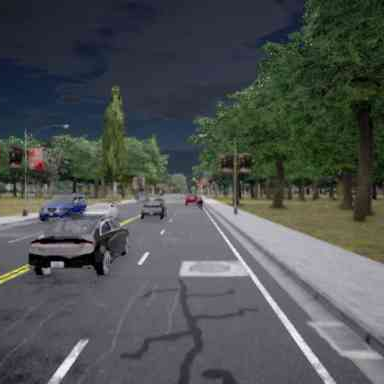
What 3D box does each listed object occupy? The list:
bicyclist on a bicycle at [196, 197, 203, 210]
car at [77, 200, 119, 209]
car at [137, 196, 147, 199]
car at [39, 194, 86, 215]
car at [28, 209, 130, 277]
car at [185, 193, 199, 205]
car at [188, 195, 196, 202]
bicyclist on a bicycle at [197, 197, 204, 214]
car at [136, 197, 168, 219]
[{"bbox_3d":[0.896,1.407,42.228,0.866,1.612,1.509,0,0,0],"label":"bicyclist on a bicycle"},{"bbox_3d":[-6.607,1.507,24.562,1.812,1.442,4.674,0,0,0],"label":"car"},{"bbox_3d":[-9.784,1.459,65.873,2.128,1.511,4.902,0,0,0],"label":"car"},{"bbox_3d":[-9.858,1.201,26.037,2.150,2.045,5.566,0,0,0],"label":"car"},{"bbox_3d":[-3.153,1.483,10.212,2.128,1.511,4.902,0,0,0],"label":"car"},{"bbox_3d":[0.007,1.185,56.094,2.150,2.045,5.566,0,0,1],"label":"car"},{"bbox_3d":[-0.028,1.427,75.461,1.882,1.535,5.008,0,0,0],"label":"car"},{"bbox_3d":[0.881,1.347,32.855,0.659,1.776,1.843,0,0,0],"label":"bicyclist on a bicycle"},{"bbox_3d":[-3.160,1.471,28.413,2.128,1.511,4.902,0,0,0],"label":"car"}]
